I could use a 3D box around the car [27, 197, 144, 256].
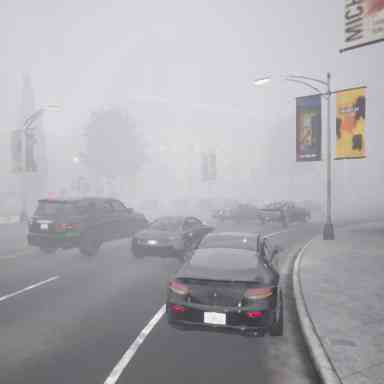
[{"bbox_3d":[-3.862,1.215,13.426,2.150,2.045,5.566,0,0,22],"label":"car"}]

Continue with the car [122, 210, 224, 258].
[{"bbox_3d":[-0.476,1.564,12.399,1.994,1.385,4.181,0,0,23],"label":"car"}]

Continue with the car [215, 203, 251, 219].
[{"bbox_3d":[3.785,1.548,25.418,2.033,1.411,5.357,0,0,43],"label":"car"}]

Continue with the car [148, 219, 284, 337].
[{"bbox_3d":[0.836,1.525,6.696,1.812,1.442,4.674,0,0,13],"label":"car"}]

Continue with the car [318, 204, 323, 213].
[{"bbox_3d":[12.109,1.567,36.031,4.181,1.385,1.994,0,0,-29],"label":"car"}]

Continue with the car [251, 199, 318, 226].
[{"bbox_3d":[6.559,1.494,23.224,2.128,1.511,4.902,0,0,44],"label":"car"}]

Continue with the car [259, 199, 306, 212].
[{"bbox_3d":[10.704,1.548,39.262,5.357,1.411,2.033,0,0,-29],"label":"car"}]
